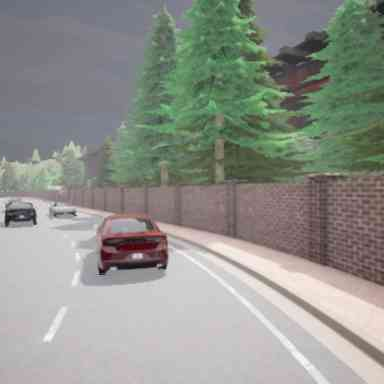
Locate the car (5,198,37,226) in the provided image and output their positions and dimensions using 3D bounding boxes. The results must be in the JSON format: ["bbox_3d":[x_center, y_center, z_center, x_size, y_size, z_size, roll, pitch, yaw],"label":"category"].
[{"bbox_3d":[-12.303,1.471,23.939,1.882,1.535,5.008,-1,0,-28],"label":"car"}]

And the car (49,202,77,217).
[{"bbox_3d":[-11.942,1.556,30.572,1.895,1.301,4.718,-1,0,-29],"label":"car"}]

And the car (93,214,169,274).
[{"bbox_3d":[-2.071,1.441,10.645,1.882,1.535,5.008,0,0,-17],"label":"car"}]
